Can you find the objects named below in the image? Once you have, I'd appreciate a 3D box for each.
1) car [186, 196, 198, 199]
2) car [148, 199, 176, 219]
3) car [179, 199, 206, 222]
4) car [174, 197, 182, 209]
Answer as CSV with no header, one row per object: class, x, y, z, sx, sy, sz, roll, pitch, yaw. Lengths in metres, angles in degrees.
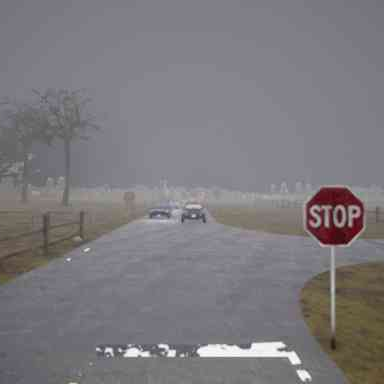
car,0.049,1.558,60.988,2.097,1.767,4.553,0,0,0
car,-2.799,1.611,30.477,2.033,1.411,5.357,0,0,-1
car,0.121,1.577,26.465,1.812,1.442,4.674,0,0,0
car,-2.807,1.732,46.735,1.895,1.301,4.718,0,0,1
